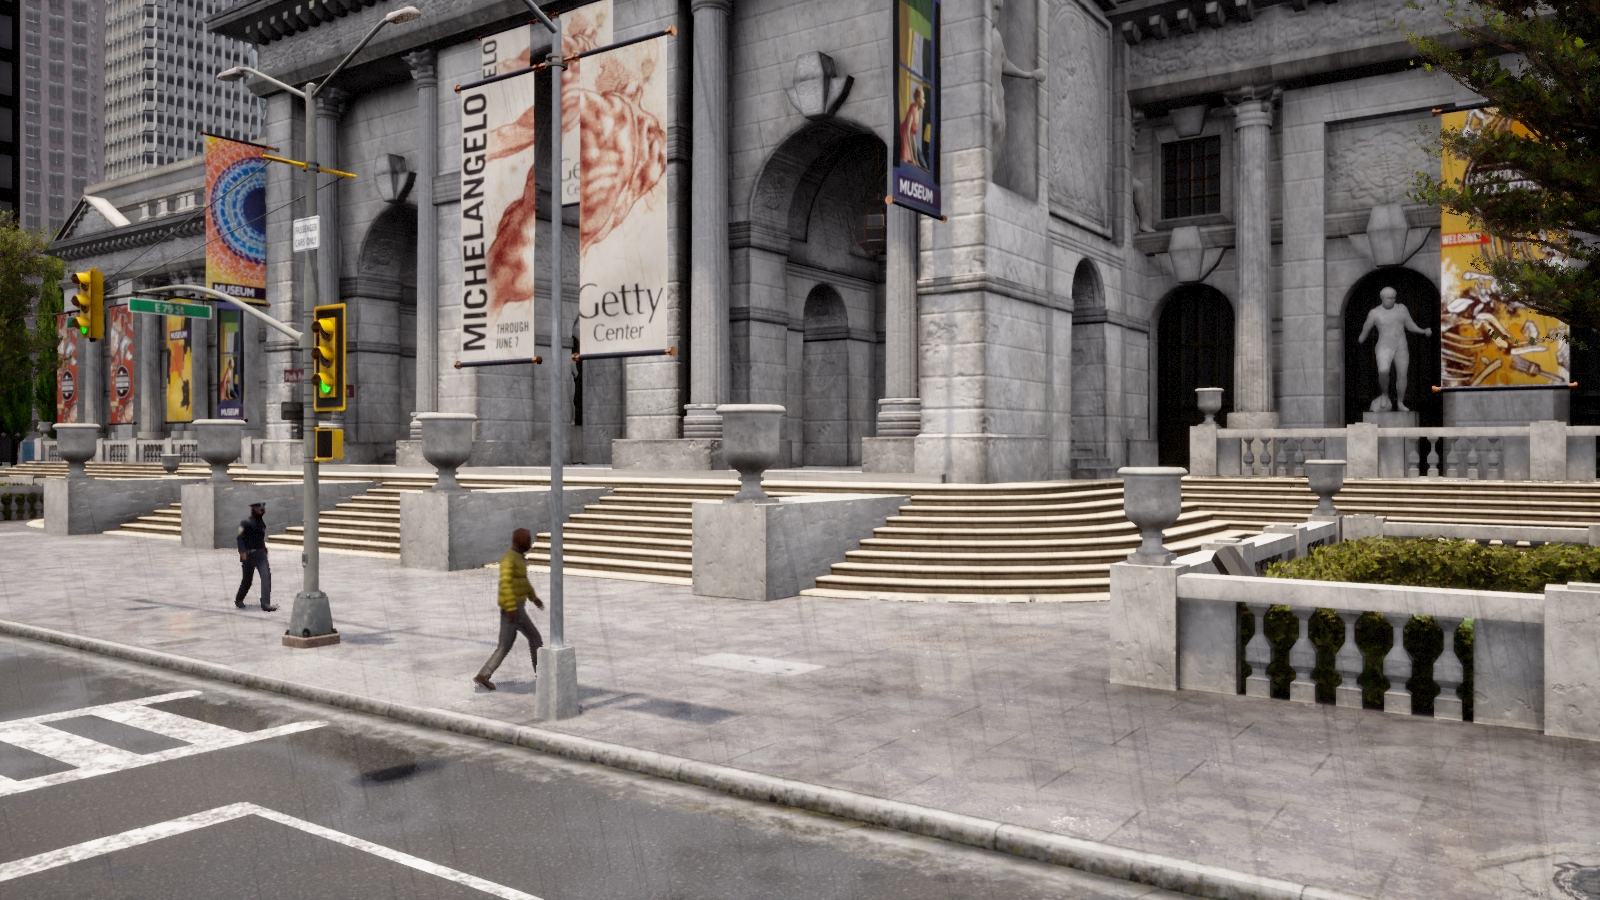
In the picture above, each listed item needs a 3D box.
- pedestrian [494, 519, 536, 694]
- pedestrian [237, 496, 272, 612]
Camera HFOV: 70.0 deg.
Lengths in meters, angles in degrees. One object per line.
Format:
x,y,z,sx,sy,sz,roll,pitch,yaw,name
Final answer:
-3.112,1.693,12.493,0.375,1.860,0.375,0,0,-4,pedestrian
-8.959,1.689,18.764,0.375,1.860,0.375,0,0,31,pedestrian
